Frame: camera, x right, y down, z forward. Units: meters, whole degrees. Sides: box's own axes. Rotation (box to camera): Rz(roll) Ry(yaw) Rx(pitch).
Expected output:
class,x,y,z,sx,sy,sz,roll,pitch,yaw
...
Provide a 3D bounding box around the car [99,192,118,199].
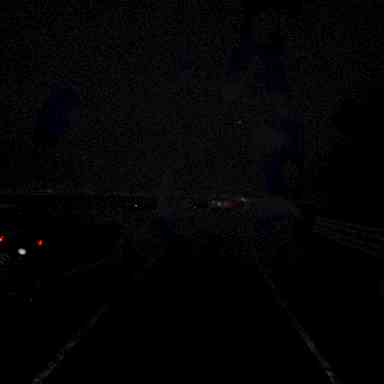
class,x,y,z,sx,sy,sz,roll,pitch,yaw
car,-17.759,0.738,70.974,1.812,1.442,4.674,3,0,15

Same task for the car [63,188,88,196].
class,x,y,z,sx,sy,sz,roll,pitch,yaw
car,-18.412,0.659,54.755,1.837,1.490,4.892,3,0,15

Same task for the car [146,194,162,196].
class,x,y,z,sx,sy,sz,roll,pitch,yaw
car,-7.272,1.284,69.634,1.837,1.490,4.892,3,0,15

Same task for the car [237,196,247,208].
class,x,y,z,sx,sy,sz,roll,pitch,yaw
car,8.362,2.094,60.316,1.882,1.535,5.008,3,0,15

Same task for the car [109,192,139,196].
class,x,y,z,sx,sy,sz,roll,pitch,yaw
car,-11.146,1.027,54.870,1.882,1.535,5.008,3,0,15

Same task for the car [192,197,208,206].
class,x,y,z,sx,sy,sz,roll,pitch,yaw
car,1.594,1.757,62.075,1.837,1.490,4.892,3,0,15

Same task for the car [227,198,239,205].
class,x,y,z,sx,sy,sz,roll,pitch,yaw
car,9.997,2.289,80.450,2.128,1.511,4.902,3,0,15

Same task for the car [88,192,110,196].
class,x,y,z,sx,sy,sz,roll,pitch,yaw
car,-14.544,0.913,55.668,2.033,1.411,5.357,3,0,15

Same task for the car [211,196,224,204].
class,x,y,z,sx,sy,sz,roll,pitch,yaw
car,6.108,1.901,79.355,2.097,1.767,4.553,3,0,15

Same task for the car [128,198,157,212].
class,x,y,z,sx,sy,sz,roll,pitch,yaw
car,-5.219,1.409,35.963,1.994,1.385,4.181,3,0,15

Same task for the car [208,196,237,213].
class,x,y,z,sx,sy,sz,roll,pitch,yaw
car,4.033,1.579,43.666,2.150,2.045,5.566,3,0,15

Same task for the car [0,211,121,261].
class,x,y,z,sx,sy,sz,roll,pitch,yaw
car,-4.315,1.462,11.741,1.895,1.301,4.718,3,0,15

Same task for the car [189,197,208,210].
class,x,y,z,sx,sy,sz,roll,pitch,yaw
car,1.005,1.797,45.981,1.895,1.301,4.718,3,0,15

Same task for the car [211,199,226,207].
class,x,y,z,sx,sy,sz,roll,pitch,yaw
car,4.972,1.997,61.184,1.994,1.385,4.181,3,0,15

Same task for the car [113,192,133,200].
class,x,y,z,sx,sy,sz,roll,pitch,yaw
car,-14.435,0.871,69.858,1.882,1.535,5.008,3,0,15

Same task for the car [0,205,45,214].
class,x,y,z,sx,sy,sz,roll,pitch,yaw
car,-7.322,1.249,14.048,2.033,1.411,5.357,3,0,15

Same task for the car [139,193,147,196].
class,x,y,z,sx,sy,sz,roll,pitch,yaw
car,-10.705,0.953,70.293,2.097,1.767,4.553,3,0,15

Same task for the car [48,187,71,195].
class,x,y,z,sx,sy,sz,roll,pitch,yaw
car,-21.651,0.200,56.055,2.150,2.045,5.566,3,0,15
